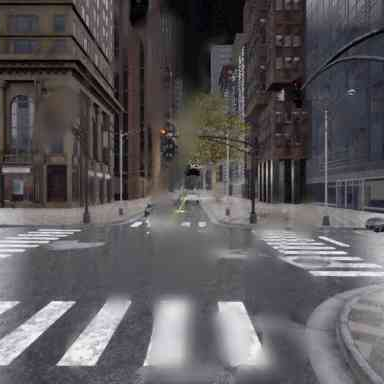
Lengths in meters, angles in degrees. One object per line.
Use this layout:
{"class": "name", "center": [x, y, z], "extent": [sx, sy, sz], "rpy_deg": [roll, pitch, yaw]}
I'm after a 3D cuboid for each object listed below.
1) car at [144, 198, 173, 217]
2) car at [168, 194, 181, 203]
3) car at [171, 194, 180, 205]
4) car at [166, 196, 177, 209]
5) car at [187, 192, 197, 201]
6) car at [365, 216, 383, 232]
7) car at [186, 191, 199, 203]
{"class": "car", "center": [-3.120, 1.490, 30.260], "extent": [1.994, 1.385, 4.181], "rpy_deg": [0, 0, 0]}
{"class": "car", "center": [-3.092, 1.192, 59.785], "extent": [2.128, 1.511, 4.902], "rpy_deg": [0, 1, 1]}
{"class": "car", "center": [-3.130, 1.393, 49.389], "extent": [1.895, 1.301, 4.718], "rpy_deg": [0, 0, 0]}
{"class": "car", "center": [-3.126, 1.470, 39.052], "extent": [1.895, 1.301, 4.718], "rpy_deg": [0, 0, 0]}
{"class": "car", "center": [-0.024, 0.938, 70.824], "extent": [2.097, 1.767, 4.553], "rpy_deg": [0, 1, 0]}
{"class": "car", "center": [11.915, 1.632, 18.310], "extent": [4.403, 1.369, 2.008], "rpy_deg": [0, 0, 0]}
{"class": "car", "center": [0.057, 0.917, 60.171], "extent": [2.150, 2.045, 5.566], "rpy_deg": [0, 0, 0]}
